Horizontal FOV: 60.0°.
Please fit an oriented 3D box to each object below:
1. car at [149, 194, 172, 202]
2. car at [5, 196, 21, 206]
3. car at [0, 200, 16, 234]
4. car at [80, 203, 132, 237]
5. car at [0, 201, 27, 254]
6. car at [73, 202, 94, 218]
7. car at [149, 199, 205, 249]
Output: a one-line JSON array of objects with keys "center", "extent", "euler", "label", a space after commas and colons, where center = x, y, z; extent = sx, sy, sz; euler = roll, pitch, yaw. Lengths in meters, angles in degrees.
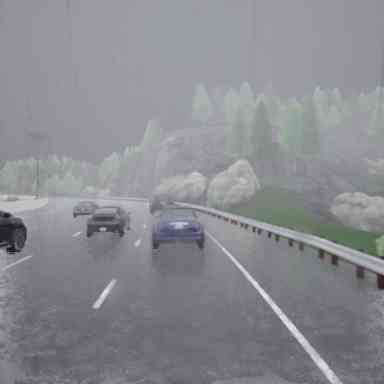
[{"center": [-3.169, 1.239, 34.087], "extent": [2.150, 2.045, 5.566], "euler": [0, 0, -10], "label": "car"}, {"center": [-31.702, 1.581, 58.962], "extent": [1.837, 1.490, 4.892], "euler": [0, 0, -19], "label": "car"}, {"center": [-11.471, 1.380, 17.814], "extent": [2.097, 1.767, 4.553], "euler": [0, 0, -6], "label": "car"}, {"center": [-4.465, 1.519, 18.198], "extent": [1.837, 1.490, 4.892], "euler": [0, 0, -6], "label": "car"}, {"center": [-7.322, 1.239, 10.463], "extent": [2.150, 2.045, 5.566], "euler": [0, 0, -3], "label": "car"}, {"center": [-9.617, 1.576, 30.446], "extent": [2.033, 1.411, 5.357], "euler": [0, 0, -10], "label": "car"}, {"center": [-0.663, 1.358, 14.896], "extent": [2.097, 1.767, 4.553], "euler": [0, 0, -4], "label": "car"}]
